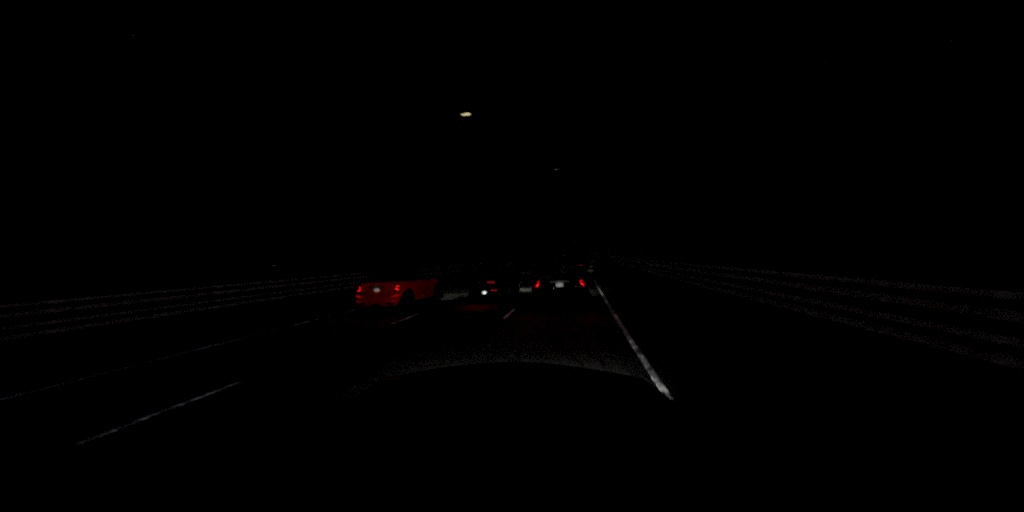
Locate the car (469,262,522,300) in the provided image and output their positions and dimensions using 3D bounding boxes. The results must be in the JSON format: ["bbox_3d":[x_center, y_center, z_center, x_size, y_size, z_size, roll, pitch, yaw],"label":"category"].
[{"bbox_3d":[-0.772,1.307,18.104,1.837,1.490,4.892,-3,0,11],"label":"car"}]

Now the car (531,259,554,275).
[{"bbox_3d":[3.450,1.132,39.518,1.882,1.535,5.008,-2,0,12],"label":"car"}]

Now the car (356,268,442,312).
[{"bbox_3d":[-4.758,1.315,15.750,2.097,1.767,4.553,-2,0,10],"label":"car"}]

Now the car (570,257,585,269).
[{"bbox_3d":[9.182,0.928,49.979,1.837,1.490,4.892,-2,0,12],"label":"car"}]

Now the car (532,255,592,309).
[{"bbox_3d":[2.065,1.028,14.765,2.097,1.767,4.553,-2,0,10],"label":"car"}]

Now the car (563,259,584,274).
[{"bbox_3d":[6.575,1.090,37.792,1.994,1.385,4.181,-2,0,12],"label":"car"}]
